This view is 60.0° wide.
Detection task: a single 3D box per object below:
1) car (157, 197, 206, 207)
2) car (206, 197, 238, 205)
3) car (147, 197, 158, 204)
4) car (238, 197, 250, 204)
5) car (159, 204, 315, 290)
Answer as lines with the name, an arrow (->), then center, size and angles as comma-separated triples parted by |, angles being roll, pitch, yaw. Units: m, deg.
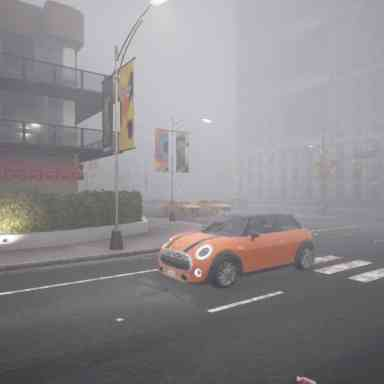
car -> -1.103, 1.478, 32.621 | 1.882, 1.535, 5.008 | 0, 0, -35
car -> 2.025, 1.478, 34.259 | 1.882, 1.535, 5.008 | 0, 0, -35
car -> -6.207, 1.601, 59.240 | 4.718, 1.301, 1.895 | 0, 0, 42
car -> 6.276, 1.505, 48.487 | 1.837, 1.490, 4.892 | 0, 0, -35
car -> 1.337, 1.352, 9.258 | 4.553, 1.767, 2.097 | 0, 0, -36
